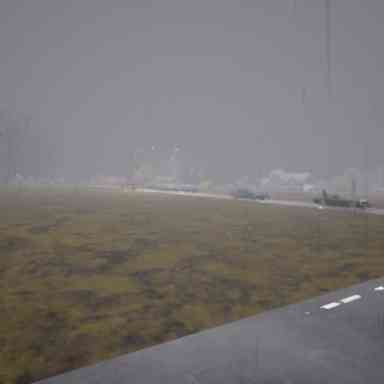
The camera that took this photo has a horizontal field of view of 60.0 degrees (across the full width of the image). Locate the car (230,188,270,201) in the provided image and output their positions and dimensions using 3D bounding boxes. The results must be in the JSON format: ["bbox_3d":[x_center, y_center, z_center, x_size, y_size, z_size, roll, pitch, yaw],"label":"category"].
[{"bbox_3d":[6.831,0.230,39.736,2.033,1.411,5.357,1,2,-35],"label":"car"}]

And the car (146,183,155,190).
[{"bbox_3d":[-6.963,-1.051,64.479,2.033,1.411,5.357,1,2,-35],"label":"car"}]

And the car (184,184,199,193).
[{"bbox_3d":[-1.016,-0.578,56.031,2.033,1.411,5.357,1,2,-34],"label":"car"}]

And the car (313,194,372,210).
[{"bbox_3d":[13.542,0.861,30.107,1.895,1.301,4.718,1,2,-35],"label":"car"}]

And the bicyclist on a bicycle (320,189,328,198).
[{"bbox_3d":[15.198,0.518,38.198,1.656,1.620,0.582,0,2,-35],"label":"bicyclist on a bicycle"}]

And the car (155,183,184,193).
[{"bbox_3d":[-3.784,-0.640,55.044,1.994,1.385,4.181,1,2,-34],"label":"car"}]
